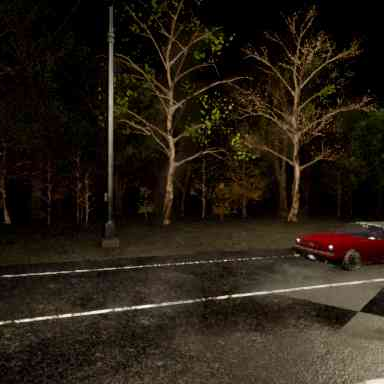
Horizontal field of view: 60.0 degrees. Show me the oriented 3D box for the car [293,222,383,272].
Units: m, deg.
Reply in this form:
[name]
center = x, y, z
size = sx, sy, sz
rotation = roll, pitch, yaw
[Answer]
[car]
center = 5.686, 1.646, 10.714
size = 4.718, 1.301, 1.895
rotation = 0, 0, -19
